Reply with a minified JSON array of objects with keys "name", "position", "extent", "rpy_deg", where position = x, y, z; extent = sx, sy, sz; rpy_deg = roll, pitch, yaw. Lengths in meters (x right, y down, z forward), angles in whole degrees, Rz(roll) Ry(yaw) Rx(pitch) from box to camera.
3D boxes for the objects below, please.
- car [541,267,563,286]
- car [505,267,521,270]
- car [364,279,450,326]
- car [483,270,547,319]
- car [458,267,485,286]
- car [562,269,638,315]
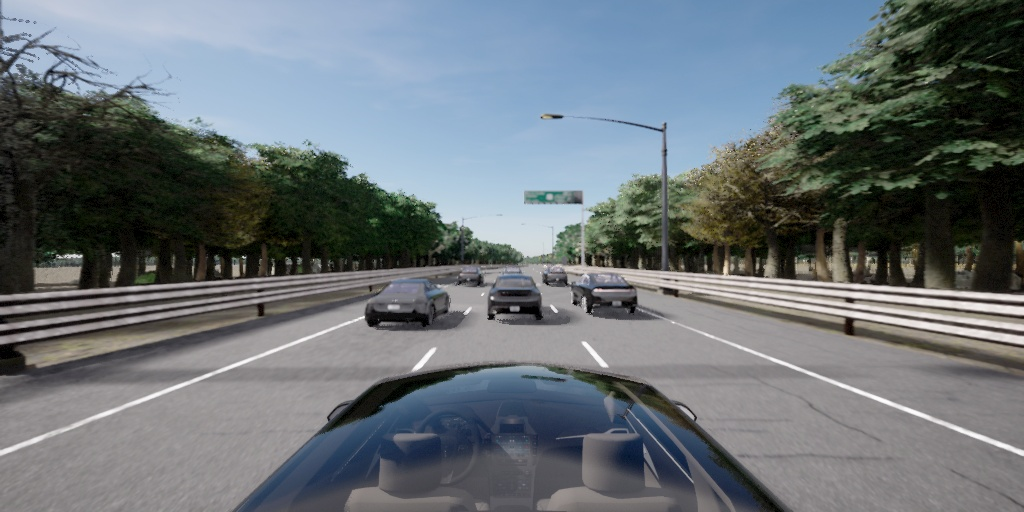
[{"name":"car","position":[3.585,1.701,30.639],"extent":[2.128,1.511,4.902],"rpy_deg":[0,-1,0]},{"name":"car","position":[0.085,1.701,30.676],"extent":[2.128,1.511,4.902],"rpy_deg":[0,-1,0]},{"name":"car","position":[-3.411,1.479,12.374],"extent":[1.994,1.385,4.181],"rpy_deg":[0,-1,0]},{"name":"car","position":[0.091,1.441,13.656],"extent":[1.837,1.490,4.892],"rpy_deg":[0,-1,0]},{"name":"car","position":[-3.415,1.700,30.645],"extent":[2.128,1.511,4.902],"rpy_deg":[0,-1,0]},{"name":"car","position":[3.592,1.444,14.695],"extent":[2.128,1.511,4.902],"rpy_deg":[0,-1,0]}]
